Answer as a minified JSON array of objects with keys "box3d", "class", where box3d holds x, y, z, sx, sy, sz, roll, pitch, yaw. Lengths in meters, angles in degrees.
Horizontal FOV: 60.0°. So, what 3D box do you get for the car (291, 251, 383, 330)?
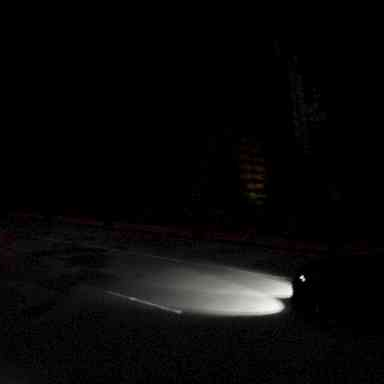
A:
[{"box3d":[3.866,1.564,5.533,4.181,1.385,1.994,0,0,36],"class":"car"}]
